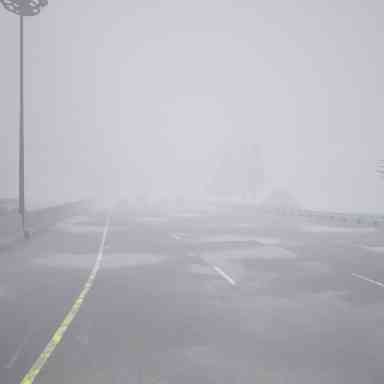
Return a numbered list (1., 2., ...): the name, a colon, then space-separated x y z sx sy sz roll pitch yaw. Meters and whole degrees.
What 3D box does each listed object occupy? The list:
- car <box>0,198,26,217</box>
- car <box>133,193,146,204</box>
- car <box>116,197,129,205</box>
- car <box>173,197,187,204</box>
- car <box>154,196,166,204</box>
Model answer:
1. car: -16.467 1.351 29.657 2.097 1.767 4.553 0 0 -13
2. car: -10.336 1.221 65.878 2.150 2.045 5.566 0 0 -13
3. car: -12.291 1.547 58.907 2.033 1.411 5.357 0 0 -15
4. car: -2.258 1.547 62.003 2.033 1.411 5.357 0 0 -12
5. car: -6.005 1.547 62.673 2.033 1.411 5.357 0 0 -12
